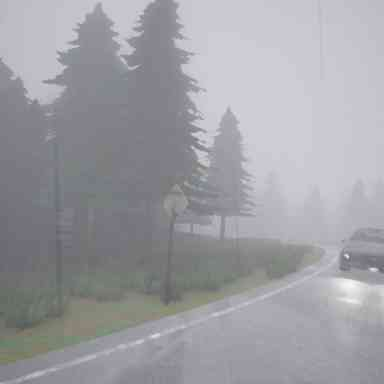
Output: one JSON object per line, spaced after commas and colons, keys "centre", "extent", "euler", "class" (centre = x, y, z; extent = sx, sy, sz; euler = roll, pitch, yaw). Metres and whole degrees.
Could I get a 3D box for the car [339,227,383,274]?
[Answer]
{"centre": [6.421, 1.966, 11.598], "extent": [2.033, 1.411, 5.357], "euler": [2, -3, 30], "class": "car"}
